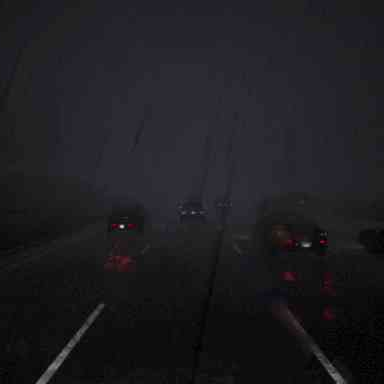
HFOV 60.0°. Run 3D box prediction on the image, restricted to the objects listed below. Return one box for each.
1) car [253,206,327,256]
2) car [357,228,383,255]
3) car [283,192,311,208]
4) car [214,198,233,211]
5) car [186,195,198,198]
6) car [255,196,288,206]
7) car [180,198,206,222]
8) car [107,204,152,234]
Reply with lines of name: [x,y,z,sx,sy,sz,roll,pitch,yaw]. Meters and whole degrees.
car: [3.577,1.464,12.695,1.812,1.442,4.674,0,0,0]
car: [7.086,1.498,9.935,2.033,1.411,5.357,0,0,0]
car: [10.547,1.056,34.568,2.150,2.045,5.566,0,0,0]
car: [3.542,1.369,37.568,2.033,1.411,5.357,0,0,0]
car: [0.033,1.150,42.959,2.097,1.767,4.553,0,0,0]
car: [7.053,1.358,30.807,1.837,1.490,4.892,0,0,0]
car: [0.062,1.430,24.874,2.033,1.411,5.357,0,0,0]
car: [-3.429,1.417,18.673,1.837,1.490,4.892,0,0,0]
